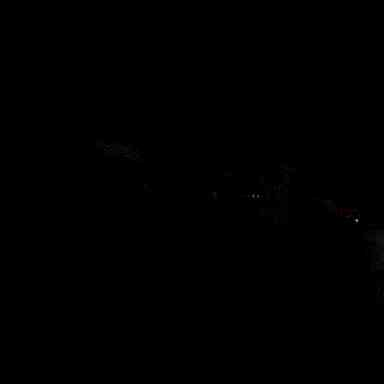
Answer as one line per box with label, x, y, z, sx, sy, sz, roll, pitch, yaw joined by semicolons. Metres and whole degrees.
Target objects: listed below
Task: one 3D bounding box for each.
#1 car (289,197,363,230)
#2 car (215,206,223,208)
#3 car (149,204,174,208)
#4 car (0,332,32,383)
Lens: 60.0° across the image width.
car;8.240;1.375;22.066;2.150;2.045;5.566;2;-2;-35
car;2.333;1.826;30.434;2.033;1.411;5.357;2;-2;-36
car;-3.623;1.737;38.556;2.097;1.767;4.553;3;-2;-37
car;-3.032;1.490;0.911;4.902;1.511;2.128;0;0;-35
